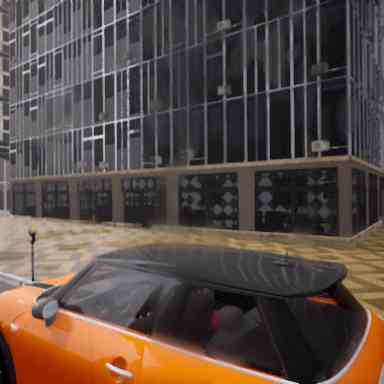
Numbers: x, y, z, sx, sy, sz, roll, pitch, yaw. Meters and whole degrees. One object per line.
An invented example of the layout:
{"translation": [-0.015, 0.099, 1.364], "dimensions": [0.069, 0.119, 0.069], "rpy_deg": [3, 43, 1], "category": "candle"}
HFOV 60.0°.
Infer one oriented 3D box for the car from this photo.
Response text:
{"translation": [-0.393, 1.347, 3.521], "dimensions": [4.553, 1.767, 2.097], "rpy_deg": [0, 0, 36], "category": "car"}
